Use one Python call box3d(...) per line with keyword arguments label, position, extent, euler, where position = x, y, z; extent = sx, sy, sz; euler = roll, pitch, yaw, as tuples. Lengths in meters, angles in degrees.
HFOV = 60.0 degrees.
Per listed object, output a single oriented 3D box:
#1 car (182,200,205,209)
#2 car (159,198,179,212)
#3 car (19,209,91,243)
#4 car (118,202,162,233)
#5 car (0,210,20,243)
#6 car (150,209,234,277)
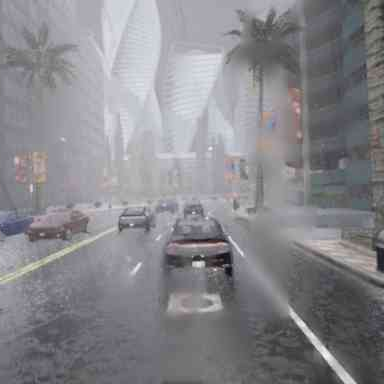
box3d(label="car", position=(0.149, 1.579, 31.701), extent=(1.837, 1.490, 4.892), euler=(-2, 0, 0))
box3d(label="car", position=(-2.803, 1.529, 38.945), extent=(2.097, 1.767, 4.553), euler=(-2, 0, 6))
box3d(label="car", position=(-7.055, 1.728, 18.152), extent=(1.882, 1.535, 5.008), euler=(-2, 0, 0))
box3d(label="car", position=(-3.366, 1.643, 21.016), extent=(2.128, 1.511, 4.902), euler=(-2, 0, 0))
box3d(label="car", position=(-10.553, 1.831, 18.436), extent=(1.882, 1.535, 5.008), euler=(-2, 0, 0))
box3d(label="car", position=(0.145, 1.513, 10.345), extent=(2.128, 1.511, 4.902), euler=(-2, 0, 0))
